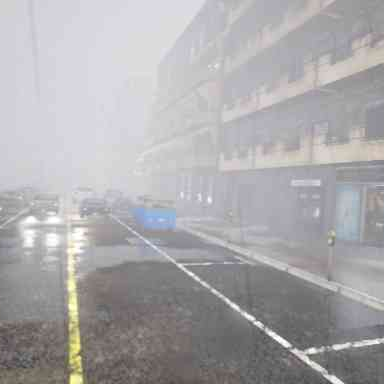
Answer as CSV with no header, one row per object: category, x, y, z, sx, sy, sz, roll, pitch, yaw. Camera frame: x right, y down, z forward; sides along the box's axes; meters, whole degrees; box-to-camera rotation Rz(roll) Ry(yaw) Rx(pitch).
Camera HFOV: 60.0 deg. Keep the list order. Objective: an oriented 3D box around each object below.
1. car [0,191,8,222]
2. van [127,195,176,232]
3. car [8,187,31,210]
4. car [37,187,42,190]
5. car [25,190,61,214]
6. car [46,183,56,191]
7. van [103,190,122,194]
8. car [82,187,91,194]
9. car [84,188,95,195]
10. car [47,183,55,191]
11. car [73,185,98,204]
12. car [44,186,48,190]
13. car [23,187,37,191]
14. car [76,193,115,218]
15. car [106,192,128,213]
car,-9.978,0.755,15.102,1.967,1.590,4.097,3,0,-21
van,-2.139,1.105,18.048,1.690,1.788,3.998,3,0,-21
car,-13.857,0.578,25.442,2.008,1.369,4.403,3,0,-21
car,-17.725,0.183,35.782,1.967,1.590,4.097,3,0,-21
car,-10.578,0.831,24.122,1.895,1.301,4.718,3,0,-20
car,-37.091,-1.330,87.482,2.192,1.841,5.009,3,0,-21
van,-7.949,0.676,33.557,1.690,1.788,3.998,3,0,-21
car,-25.396,-0.378,80.090,1.887,1.381,4.507,3,0,-21
car,-21.580,-0.128,69.909,1.752,1.417,4.829,3,0,-21
car,-33.230,-0.807,77.144,1.947,1.339,4.313,3,0,-21
car,-12.268,0.280,37.686,2.150,2.045,5.566,3,1,-20
car,-21.606,0.024,46.123,1.947,1.339,4.313,3,0,-21
car,-15.795,0.436,30.613,2.008,1.369,4.403,3,0,-21
car,-6.853,1.057,23.157,1.895,1.301,4.718,3,0,-20
car,-6.024,1.022,28.388,1.887,1.381,4.507,3,0,-21
